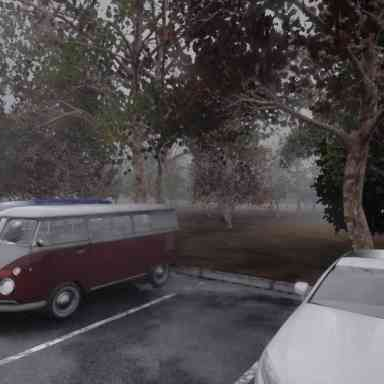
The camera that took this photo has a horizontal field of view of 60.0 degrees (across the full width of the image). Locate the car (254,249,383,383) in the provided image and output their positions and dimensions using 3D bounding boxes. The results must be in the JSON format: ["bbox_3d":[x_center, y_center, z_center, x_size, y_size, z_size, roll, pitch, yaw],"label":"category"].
[{"bbox_3d":[2.402,1.520,4.050,2.002,1.452,4.674,0,0,36],"label":"car"}]

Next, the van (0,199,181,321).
[{"bbox_3d":[-2.194,1.255,7.197,1.878,1.987,4.442,0,0,36],"label":"van"}]
